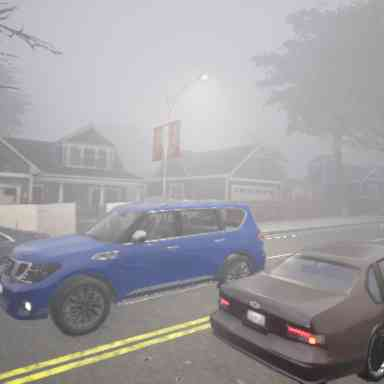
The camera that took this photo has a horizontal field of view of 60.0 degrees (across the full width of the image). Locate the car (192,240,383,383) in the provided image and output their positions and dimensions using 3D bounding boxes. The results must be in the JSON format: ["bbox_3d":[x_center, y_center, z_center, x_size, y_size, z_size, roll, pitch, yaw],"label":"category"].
[{"bbox_3d":[2.809,1.557,5.441,5.357,1.411,2.033,0,0,-35],"label":"car"}]

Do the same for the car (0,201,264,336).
[{"bbox_3d":[-0.865,1.227,7.056,5.566,2.045,2.150,0,0,-35],"label":"car"}]

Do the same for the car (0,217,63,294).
[{"bbox_3d":[-5.769,1.491,7.551,4.902,1.511,2.128,0,0,-35],"label":"car"}]
